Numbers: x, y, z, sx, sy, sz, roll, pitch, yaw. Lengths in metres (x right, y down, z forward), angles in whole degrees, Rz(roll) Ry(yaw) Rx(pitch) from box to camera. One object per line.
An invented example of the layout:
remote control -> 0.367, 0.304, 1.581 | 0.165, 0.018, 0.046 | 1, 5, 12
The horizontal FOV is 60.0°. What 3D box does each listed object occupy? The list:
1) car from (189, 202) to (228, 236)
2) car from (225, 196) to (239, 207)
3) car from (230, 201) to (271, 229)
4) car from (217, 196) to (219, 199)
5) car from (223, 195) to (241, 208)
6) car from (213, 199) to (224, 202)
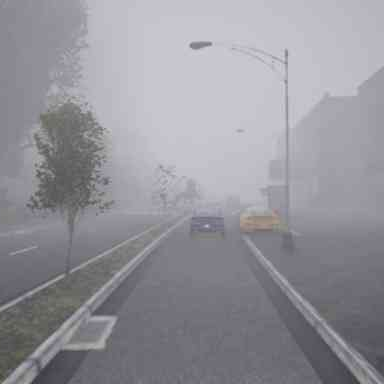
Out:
car -> 0.914, 1.572, 19.142 | 1.882, 1.535, 5.008 | 0, 0, 4
car -> 6.972, 1.661, 58.151 | 2.185, 1.767, 4.553 | 0, 0, 5
car -> 4.278, 1.641, 25.048 | 2.163, 1.488, 4.792 | 0, 0, 4
car -> 8.858, 1.957, 91.629 | 2.163, 1.488, 4.792 | 0, 0, 2
car -> 6.528, 1.509, 52.683 | 2.435, 2.045, 5.566 | 0, 0, 5
car -> 2.344, 1.805, 37.603 | 1.895, 1.301, 4.718 | 0, 0, 5
